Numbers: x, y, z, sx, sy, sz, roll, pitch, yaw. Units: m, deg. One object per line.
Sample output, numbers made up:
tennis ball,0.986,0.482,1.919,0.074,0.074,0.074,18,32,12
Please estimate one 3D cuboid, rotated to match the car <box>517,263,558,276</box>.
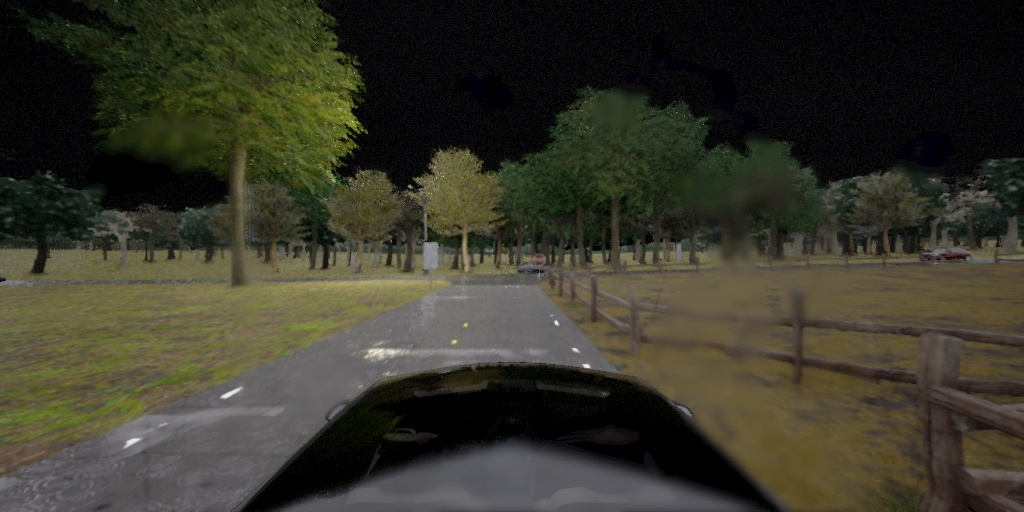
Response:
car,2.835,1.455,40.243,4.674,1.442,1.812,-1,0,0
